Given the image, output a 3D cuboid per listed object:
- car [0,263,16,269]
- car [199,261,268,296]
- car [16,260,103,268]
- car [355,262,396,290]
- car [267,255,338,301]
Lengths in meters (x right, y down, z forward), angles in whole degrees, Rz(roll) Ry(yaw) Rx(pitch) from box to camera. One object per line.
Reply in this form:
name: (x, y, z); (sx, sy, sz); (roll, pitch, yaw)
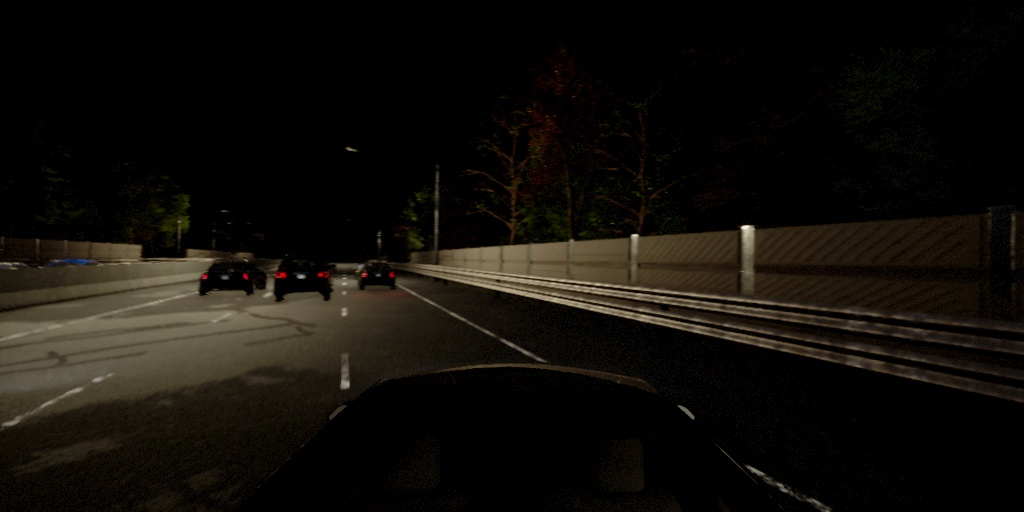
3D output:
car: (-31.530, 1.061, 21.887); (1.895, 1.301, 4.718); (1, -1, -25)
car: (-14.461, 1.043, 18.880); (2.097, 1.767, 4.553); (1, -1, -25)
car: (-28.184, 1.000, 22.994); (1.882, 1.535, 5.008); (1, -1, -25)
car: (-8.966, 1.174, 23.617); (2.097, 1.767, 4.553); (1, -1, -25)
car: (-9.922, 0.968, 17.437); (2.150, 2.045, 5.566); (1, -1, -24)
